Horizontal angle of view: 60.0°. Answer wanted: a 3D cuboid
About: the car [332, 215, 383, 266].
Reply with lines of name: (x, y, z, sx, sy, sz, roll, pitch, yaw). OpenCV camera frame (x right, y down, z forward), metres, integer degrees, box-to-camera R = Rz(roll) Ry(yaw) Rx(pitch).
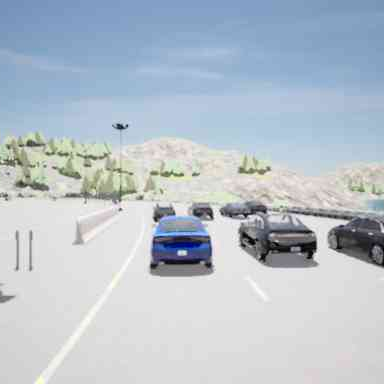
car: (6.570, 1.562, 11.727, 1.837, 1.490, 4.892, 0, 0, -3)

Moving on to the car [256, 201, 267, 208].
car: (6.732, 1.727, 37.193, 1.837, 1.490, 4.892, 0, 0, -11)

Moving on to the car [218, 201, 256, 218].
car: (4.075, 1.748, 32.646, 2.033, 1.411, 5.357, 0, 0, -10)

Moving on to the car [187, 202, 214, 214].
car: (0.741, 1.708, 31.206, 1.837, 1.490, 4.892, 0, 0, -10)

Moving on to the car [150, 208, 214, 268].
car: (-0.417, 1.557, 11.658, 1.882, 1.535, 5.008, 0, 0, -3)

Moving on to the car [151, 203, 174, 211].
car: (-2.550, 1.697, 29.672, 2.128, 1.511, 4.902, 0, 0, -9)

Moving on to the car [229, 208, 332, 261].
car: (3.019, 1.565, 12.635, 2.128, 1.511, 4.902, 0, 0, -4)
